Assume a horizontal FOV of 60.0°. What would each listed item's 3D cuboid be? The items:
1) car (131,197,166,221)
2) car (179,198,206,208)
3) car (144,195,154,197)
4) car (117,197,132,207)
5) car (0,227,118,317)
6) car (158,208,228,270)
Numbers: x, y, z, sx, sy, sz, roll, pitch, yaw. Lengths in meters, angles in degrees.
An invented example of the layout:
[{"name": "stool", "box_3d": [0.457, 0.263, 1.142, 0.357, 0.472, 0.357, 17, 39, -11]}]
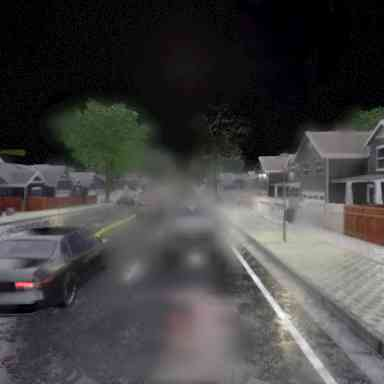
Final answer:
[{"name": "car", "box_3d": [-3.180, 1.420, 26.528, 2.128, 1.511, 4.902, 0, 0, 0]}, {"name": "car", "box_3d": [0.067, 1.279, 26.133, 2.097, 1.767, 4.553, 0, 0, 0]}, {"name": "car", "box_3d": [-6.571, 1.226, 50.193, 2.097, 1.767, 4.553, 0, 0, 0]}, {"name": "car", "box_3d": [-9.820, 1.423, 49.911, 2.033, 1.411, 5.357, 0, 0, 0]}, {"name": "car", "box_3d": [-3.204, 1.520, 7.731, 2.033, 1.411, 5.357, 0, 0, 1]}, {"name": "car", "box_3d": [0.071, 1.466, 10.891, 1.837, 1.490, 4.892, 0, 0, -1]}]
